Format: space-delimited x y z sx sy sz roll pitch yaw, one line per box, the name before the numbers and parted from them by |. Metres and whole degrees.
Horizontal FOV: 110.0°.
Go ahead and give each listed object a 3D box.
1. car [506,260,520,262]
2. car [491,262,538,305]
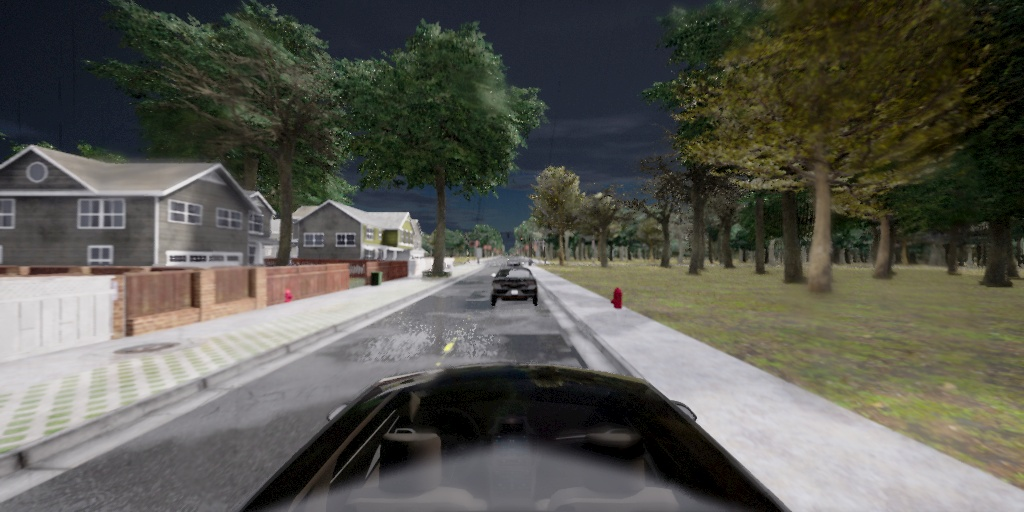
car | 0.085 1.156 35.659 2.128 1.511 4.902 0 0 0
car | 0.106 1.196 15.927 1.882 1.535 5.008 0 0 0
